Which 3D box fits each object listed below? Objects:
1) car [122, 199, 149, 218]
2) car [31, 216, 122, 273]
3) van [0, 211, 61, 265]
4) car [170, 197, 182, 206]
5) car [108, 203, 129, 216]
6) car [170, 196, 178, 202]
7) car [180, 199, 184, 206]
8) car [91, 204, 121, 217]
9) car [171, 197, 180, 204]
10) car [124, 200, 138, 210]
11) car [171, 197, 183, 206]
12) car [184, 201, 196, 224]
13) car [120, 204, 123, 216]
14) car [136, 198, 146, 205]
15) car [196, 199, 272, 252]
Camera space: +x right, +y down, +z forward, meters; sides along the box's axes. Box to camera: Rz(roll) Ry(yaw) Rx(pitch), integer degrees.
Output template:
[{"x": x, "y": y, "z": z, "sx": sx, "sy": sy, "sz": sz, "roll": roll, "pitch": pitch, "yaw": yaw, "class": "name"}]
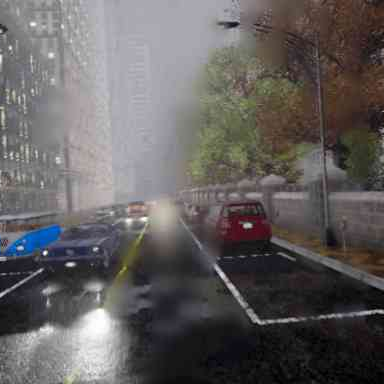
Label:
[{"x": -5.837, "y": 1.718, "z": 35.723, "sx": 2.097, "sy": 1.767, "sz": 4.553, "roll": -3, "pitch": 0, "yaw": -5, "class": "car"}, {"x": -3.734, "y": 1.822, "z": 11.873, "sx": 1.895, "sy": 1.301, "sz": 4.718, "roll": -3, "pitch": 0, "yaw": -5, "class": "car"}, {"x": -6.481, "y": 1.717, "z": 13.139, "sx": 1.690, "sy": 1.788, "sz": 3.998, "roll": -3, "pitch": 0, "yaw": -5, "class": "van"}, {"x": -2.368, "y": 1.748, "z": 58.408, "sx": 1.887, "sy": 1.381, "sz": 4.507, "roll": -3, "pitch": 0, "yaw": -5, "class": "car"}, {"x": -8.999, "y": 2.117, "z": 41.161, "sx": 1.947, "sy": 1.339, "sz": 4.313, "roll": -3, "pitch": 0, "yaw": -5, "class": "car"}, {"x": -4.720, "y": 1.924, "z": 86.505, "sx": 1.887, "sy": 1.381, "sz": 4.507, "roll": -3, "pitch": 0, "yaw": -4, "class": "car"}, {"x": 0.146, "y": 1.551, "z": 30.563, "sx": 1.752, "sy": 1.417, "sz": 4.829, "roll": -3, "pitch": 0, "yaw": -5, "class": "car"}, {"x": -7.988, "y": 2.031, "z": 29.952, "sx": 2.008, "sy": 1.369, "sz": 4.403, "roll": -3, "pitch": 0, "yaw": -5, "class": "car"}, {"x": -3.826, "y": 1.855, "z": 75.258, "sx": 1.887, "sy": 1.381, "sz": 4.507, "roll": -3, "pitch": 0, "yaw": -5, "class": "car"}, {"x": -10.519, "y": 2.226, "z": 57.975, "sx": 1.947, "sy": 1.339, "sz": 4.313, "roll": -3, "pitch": 0, "yaw": -5, "class": "car"}, {"x": -2.869, "y": 1.791, "z": 64.019, "sx": 2.008, "sy": 1.369, "sz": 4.403, "roll": -3, "pitch": 0, "yaw": -5, "class": "car"}, {"x": 0.671, "y": 1.571, "z": 24.792, "sx": 1.802, "sy": 1.307, "sz": 4.206, "roll": -3, "pitch": 0, "yaw": -5, "class": "car"}, {"x": -8.493, "y": 2.081, "z": 35.557, "sx": 1.947, "sy": 1.339, "sz": 4.313, "roll": -3, "pitch": 0, "yaw": -5, "class": "car"}, {"x": -12.280, "y": 2.337, "z": 80.401, "sx": 1.887, "sy": 1.381, "sz": 4.507, "roll": -3, "pitch": 0, "yaw": -5, "class": "car"}, {"x": 1.668, "y": 1.235, "z": 13.587, "sx": 2.192, "sy": 1.841, "sz": 5.009, "roll": -3, "pitch": 0, "yaw": -5, "class": "car"}]
